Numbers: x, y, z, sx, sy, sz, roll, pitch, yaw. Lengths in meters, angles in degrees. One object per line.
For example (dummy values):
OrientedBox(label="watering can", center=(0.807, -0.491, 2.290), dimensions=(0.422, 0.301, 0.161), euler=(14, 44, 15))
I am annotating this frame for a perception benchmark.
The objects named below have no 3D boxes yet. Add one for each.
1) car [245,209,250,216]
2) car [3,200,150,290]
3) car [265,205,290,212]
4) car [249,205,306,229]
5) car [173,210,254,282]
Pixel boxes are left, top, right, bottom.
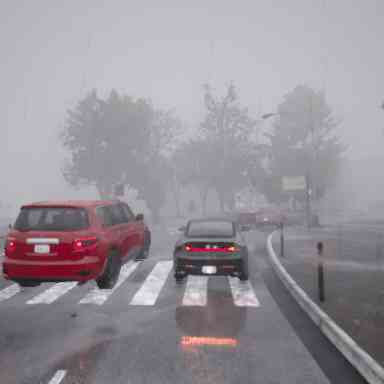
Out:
OrientedBox(label="car", center=(5.901, 1.974, 27.034), dimensions=(5.008, 1.535, 1.882), euler=(0, -5, -37))
OrientedBox(label="car", center=(-2.711, 1.216, 9.231), dimensions=(2.150, 2.045, 5.566), euler=(-1, 0, 5))
OrientedBox(label="car", center=(19.033, 3.713, 74.149), dimensions=(4.902, 1.511, 2.128), euler=(-3, -5, 37))
OrientedBox(label="car", center=(6.260, 1.822, 23.327), dimensions=(1.994, 1.385, 4.181), euler=(-9, -8, 44))
OrientedBox(label="car", center=(0.618, 1.470, 9.725), dimensions=(1.837, 1.490, 4.892), euler=(-1, 0, 6))
